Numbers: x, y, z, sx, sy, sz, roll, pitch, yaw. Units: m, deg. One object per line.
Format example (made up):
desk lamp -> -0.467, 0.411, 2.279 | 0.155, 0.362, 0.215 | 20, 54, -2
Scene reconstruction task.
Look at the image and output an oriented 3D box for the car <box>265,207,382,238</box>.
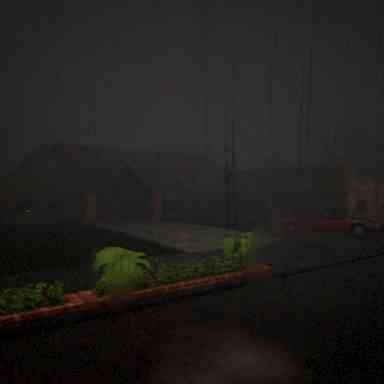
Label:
car -> 6.418, 1.470, 16.814 | 5.357, 1.415, 2.033 | 0, 0, 15
